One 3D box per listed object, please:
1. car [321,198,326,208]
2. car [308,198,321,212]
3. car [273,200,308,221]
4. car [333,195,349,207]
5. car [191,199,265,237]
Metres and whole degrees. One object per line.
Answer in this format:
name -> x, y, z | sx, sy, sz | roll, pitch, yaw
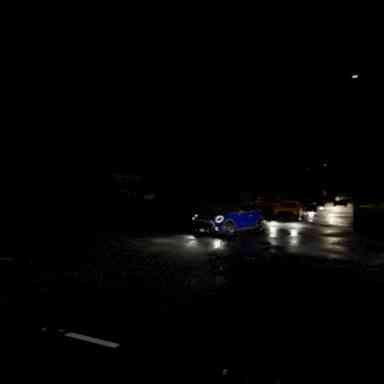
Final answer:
car -> 19.424, 1.587, 50.765 | 2.033, 1.411, 5.357 | 1, 0, 26
car -> 13.363, 1.565, 38.323 | 1.994, 1.385, 4.181 | 1, 0, 25
car -> 7.954, 1.455, 27.093 | 1.882, 1.535, 5.008 | 1, 1, 25
car -> 23.060, 1.575, 51.664 | 2.128, 1.511, 4.902 | 1, 0, 26
car -> 2.010, 1.294, 17.861 | 2.097, 1.767, 4.553 | 1, 0, 43
